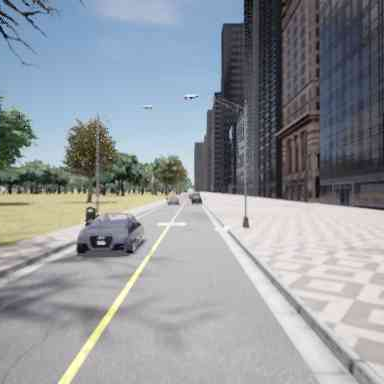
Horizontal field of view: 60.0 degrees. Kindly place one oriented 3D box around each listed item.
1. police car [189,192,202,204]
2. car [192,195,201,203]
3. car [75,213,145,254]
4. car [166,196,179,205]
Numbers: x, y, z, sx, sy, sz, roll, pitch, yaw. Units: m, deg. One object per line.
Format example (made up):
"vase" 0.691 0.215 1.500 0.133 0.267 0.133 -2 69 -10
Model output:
"police car" 0.894 1.348 60.158 1.930 1.638 5.238 0 0 0
"car" 0.894 1.429 70.048 1.812 1.442 4.674 0 0 0
"car" -3.101 1.542 13.316 1.994 1.385 4.181 0 0 0
"car" -3.059 1.457 55.233 1.812 1.442 4.674 0 0 0
